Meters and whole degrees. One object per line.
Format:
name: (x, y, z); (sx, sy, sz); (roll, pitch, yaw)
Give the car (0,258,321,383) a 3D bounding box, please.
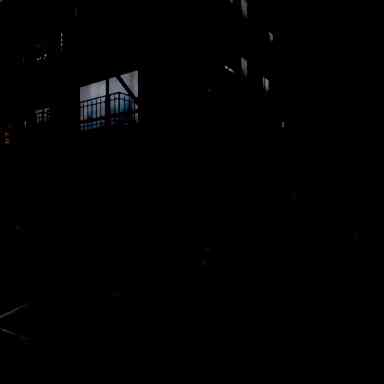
car: (-0.892, 1.566, 3.510); (4.313, 1.339, 1.947); (0, 0, 35)
